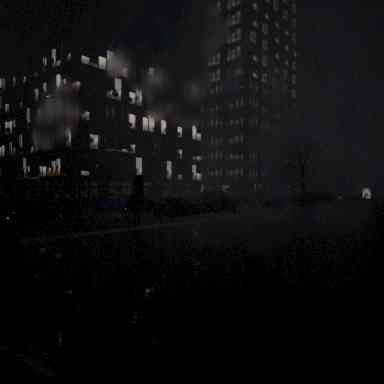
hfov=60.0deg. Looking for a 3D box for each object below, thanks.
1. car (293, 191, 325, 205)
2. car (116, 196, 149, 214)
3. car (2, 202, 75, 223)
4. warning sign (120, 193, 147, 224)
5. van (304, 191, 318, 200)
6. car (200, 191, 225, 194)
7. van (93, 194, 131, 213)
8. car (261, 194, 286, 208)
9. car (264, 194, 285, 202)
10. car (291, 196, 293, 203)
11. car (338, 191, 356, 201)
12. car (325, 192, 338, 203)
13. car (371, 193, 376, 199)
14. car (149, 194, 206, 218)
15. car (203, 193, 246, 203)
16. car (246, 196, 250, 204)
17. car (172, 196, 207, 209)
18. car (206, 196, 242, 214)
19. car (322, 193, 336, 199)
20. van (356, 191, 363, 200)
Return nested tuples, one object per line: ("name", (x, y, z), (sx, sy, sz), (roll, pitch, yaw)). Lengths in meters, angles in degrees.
("car", (17.228, 0.885, 48.815), (2.192, 1.841, 5.009), (1, 1, 40))
("car", (-4.773, 1.330, 31.966), (1.994, 1.385, 4.181), (0, 1, 41))
("car", (-11.201, 1.447, 24.444), (1.895, 1.301, 4.718), (0, 1, 38))
("warning sign", (-3.643, 0.977, 20.726), (1.300, 1.860, 1.060), (0, 0, 40))
("van", (25.639, 0.695, 71.578), (1.690, 1.788, 3.998), (1, 1, 40))
("car", (2.036, 0.899, 39.933), (2.150, 2.045, 5.566), (0, 1, 41))
("van", (-7.692, 1.107, 32.716), (1.690, 1.788, 3.998), (1, 1, 40))
("car", (9.840, 1.244, 40.165), (1.802, 1.307, 4.206), (1, 1, 40))
("car", (14.558, 1.057, 58.601), (1.947, 1.339, 4.313), (1, 1, 40))
("car", (17.511, 1.023, 53.162), (2.128, 1.511, 4.902), (0, 1, 41))
("car", (28.417, 0.957, 61.927), (1.752, 1.417, 4.829), (1, 1, 40))
("car", (20.921, 0.840, 53.141), (2.192, 1.841, 5.009), (1, 1, 40))
("car", (39.386, 0.848, 74.779), (2.008, 1.369, 4.403), (1, 1, 40))
("car", (-1.146, 1.241, 27.104), (1.967, 1.590, 4.097), (1, 1, 40))
("car", (3.527, 1.183, 36.766), (1.882, 1.535, 5.008), (0, 1, 40))
("car", (7.171, 1.148, 49.947), (1.947, 1.339, 4.313), (1, 1, 40))
("car", (-0.221, 1.219, 41.300), (1.887, 1.381, 4.507), (1, 1, 40))
("car", (2.504, 1.320, 31.469), (1.947, 1.339, 4.313), (1, 1, 40))
("car", (33.025, 0.829, 80.236), (1.947, 1.339, 4.313), (1, 1, 40))
("van", (35.694, 0.683, 70.449), (1.690, 1.788, 3.998), (1, 1, 40))
